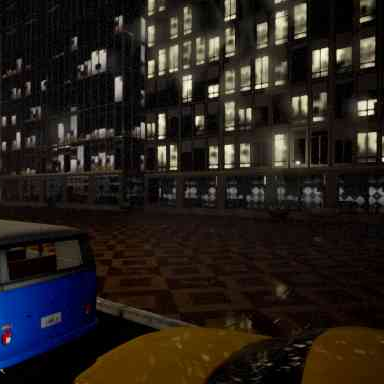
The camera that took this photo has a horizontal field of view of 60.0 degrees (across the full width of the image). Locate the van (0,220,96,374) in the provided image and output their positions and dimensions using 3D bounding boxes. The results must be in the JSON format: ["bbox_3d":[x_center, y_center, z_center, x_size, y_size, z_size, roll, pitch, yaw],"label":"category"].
[{"bbox_3d":[-3.238,1.341,5.175,3.998,1.788,1.690,0,0,35],"label":"van"}]

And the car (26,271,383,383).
[{"bbox_3d":[1.123,1.525,2.066,4.829,1.417,1.752,0,0,35],"label":"car"}]
